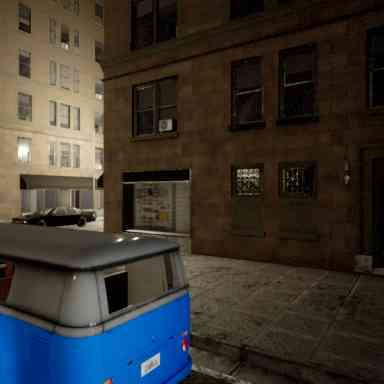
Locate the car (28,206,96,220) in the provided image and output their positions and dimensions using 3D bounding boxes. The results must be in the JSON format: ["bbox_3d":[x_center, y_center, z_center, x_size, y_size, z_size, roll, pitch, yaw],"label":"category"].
[{"bbox_3d":[-8.745,1.626,21.474,2.033,1.411,5.357,0,0,33],"label":"car"}]

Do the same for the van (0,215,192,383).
[{"bbox_3d":[-1.925,1.341,4.060,3.998,1.788,1.690,0,0,33],"label":"van"}]
